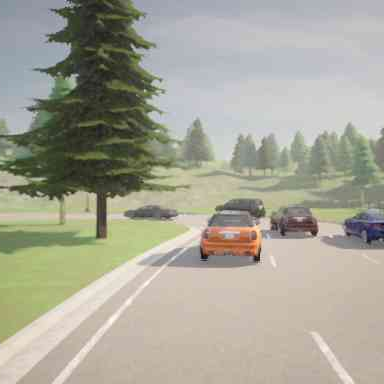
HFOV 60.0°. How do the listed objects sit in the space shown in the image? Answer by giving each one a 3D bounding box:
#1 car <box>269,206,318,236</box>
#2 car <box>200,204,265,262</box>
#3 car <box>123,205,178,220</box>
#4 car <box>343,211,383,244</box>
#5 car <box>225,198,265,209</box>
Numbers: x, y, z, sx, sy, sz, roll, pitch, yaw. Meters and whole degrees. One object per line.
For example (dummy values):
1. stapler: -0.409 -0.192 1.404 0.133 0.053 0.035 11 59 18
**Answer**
1. car: 6.131 1.620 20.565 2.097 1.767 4.553 0 -1 4
2. car: 1.611 1.520 13.107 2.097 1.767 4.553 0 -1 10
3. car: -4.012 1.946 32.200 5.357 1.411 2.033 0 -1 24
4. car: 9.338 1.707 17.070 1.882 1.535 5.008 0 -1 9
5. car: 4.792 1.655 33.752 2.150 2.045 5.566 1 -1 -41
